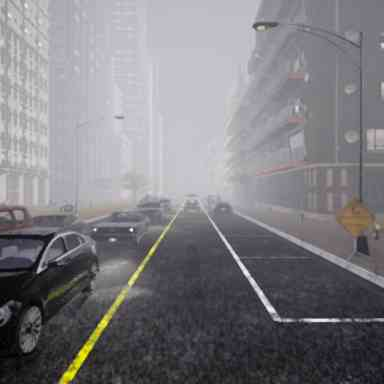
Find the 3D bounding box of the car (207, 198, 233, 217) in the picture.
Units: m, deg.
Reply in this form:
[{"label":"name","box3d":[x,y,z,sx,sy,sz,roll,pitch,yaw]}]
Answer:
[{"label":"car","box3d":[2.684,1.501,30.325,1.947,1.339,4.313,0,0,0]}]

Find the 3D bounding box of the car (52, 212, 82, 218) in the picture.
[{"label":"car","box3d":[-5.695,1.535,13.756,1.947,1.339,4.313,0,0,0]}]

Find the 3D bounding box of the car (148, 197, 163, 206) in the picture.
[{"label":"car","box3d":[-5.701,1.453,52.416,2.008,1.369,4.403,0,0,0]}]

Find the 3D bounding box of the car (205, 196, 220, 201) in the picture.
[{"label":"car","box3d":[2.683,1.450,36.018,1.752,1.417,4.829,0,0,0]}]

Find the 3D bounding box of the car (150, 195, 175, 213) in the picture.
[{"label":"car","box3d":[-3.032,1.403,35.854,1.882,1.535,5.008,0,0,0]}]

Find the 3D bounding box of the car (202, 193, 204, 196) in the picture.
[{"label":"car","box3d":[2.676,1.424,80.031,2.008,1.369,4.403,0,0,0]}]

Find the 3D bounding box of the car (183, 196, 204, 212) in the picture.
[{"label":"car","box3d":[-0.007,1.470,37.555,2.033,1.411,5.357,0,0,0]}]

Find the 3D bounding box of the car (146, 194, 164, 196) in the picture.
[{"label":"car","box3d":[-5.700,1.224,46.892,2.192,1.841,5.009,0,0,0]}]

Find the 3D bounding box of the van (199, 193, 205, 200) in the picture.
[{"label":"van","box3d":[2.674,1.208,91.076,1.690,1.788,3.998,0,0,0]}]

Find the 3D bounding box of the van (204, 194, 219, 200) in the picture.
[{"label":"van","box3d":[2.681,1.258,41.371,1.690,1.788,3.998,0,0,0]}]

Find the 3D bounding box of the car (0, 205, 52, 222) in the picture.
[{"label":"car","box3d":[-5.695,1.297,8.232,2.192,1.841,5.009,0,0,0]}]

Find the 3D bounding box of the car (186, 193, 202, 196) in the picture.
[{"label":"car","box3d":[-0.007,1.129,48.076,2.150,2.045,5.566,0,0,0]}]

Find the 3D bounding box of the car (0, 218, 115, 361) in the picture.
[{"label":"car","box3d":[-3.101,1.478,6.045,2.128,1.511,4.902,0,0,0]}]

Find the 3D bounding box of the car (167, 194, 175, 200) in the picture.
[{"label":"car","box3d":[-5.706,1.307,91.076,1.967,1.590,4.097,0,0,0]}]

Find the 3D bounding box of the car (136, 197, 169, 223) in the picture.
[{"label":"car","box3d":[-3.089,1.422,25.367,1.882,1.535,5.008,0,0,1]}]

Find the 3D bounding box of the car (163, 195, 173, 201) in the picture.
[{"label":"car","box3d":[-5.704,1.439,80.030,1.947,1.339,4.313,0,0,0]}]

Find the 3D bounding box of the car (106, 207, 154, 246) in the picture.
[{"label":"car","box3d":[-3.101,1.567,15.281,1.895,1.301,4.718,0,0,0]}]

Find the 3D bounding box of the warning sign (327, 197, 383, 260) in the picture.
[{"label":"warning sign","box3d":[5.066,1.092,10.358,1.300,1.860,1.060,0,0,0]}]
